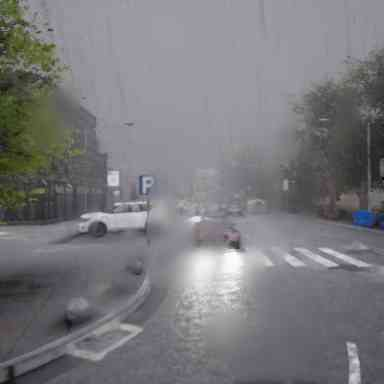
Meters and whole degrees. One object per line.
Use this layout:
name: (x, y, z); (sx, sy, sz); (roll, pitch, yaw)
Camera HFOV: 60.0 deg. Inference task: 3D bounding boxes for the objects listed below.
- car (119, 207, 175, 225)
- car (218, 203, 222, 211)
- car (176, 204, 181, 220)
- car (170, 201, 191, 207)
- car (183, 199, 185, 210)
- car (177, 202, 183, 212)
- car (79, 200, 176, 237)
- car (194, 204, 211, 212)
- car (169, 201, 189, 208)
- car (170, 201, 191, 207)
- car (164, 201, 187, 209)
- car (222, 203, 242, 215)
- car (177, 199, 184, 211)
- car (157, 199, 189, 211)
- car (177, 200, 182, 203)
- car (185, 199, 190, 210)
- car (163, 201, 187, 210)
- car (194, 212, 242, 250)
car: (-4.080, 2.108, 29.928); (4.674, 1.452, 2.002); (-1, -1, -19)
car: (5.657, 2.641, 58.166); (1.994, 1.385, 4.181); (0, -1, 1)
car: (-3.929, 2.007, 26.986); (5.366, 1.575, 1.946); (-1, -1, -19)
car: (-3.153, 3.363, 93.018); (5.366, 1.575, 1.946); (-1, -2, -20)
car: (-3.829, 2.281, 47.950); (4.553, 1.767, 2.185); (-1, -1, -19)
car: (-4.002, 2.180, 35.930); (5.008, 1.535, 2.097); (-1, -1, -19)
car: (-4.183, 1.649, 20.901); (5.566, 2.045, 2.435); (-1, -1, -20)
car: (1.387, 2.289, 42.772); (2.128, 1.511, 4.902); (0, -1, 1)
car: (-3.387, 3.234, 86.955); (4.892, 1.521, 2.231); (-1, -2, -19)
car: (-3.177, 3.296, 90.018); (5.366, 1.575, 1.946); (-1, -2, -19)
car: (-3.576, 2.775, 71.951); (4.553, 1.767, 2.185); (-1, -2, -19)
car: (5.578, 2.381, 45.108); (1.994, 1.385, 4.181); (0, -1, 0)
car: (-3.868, 2.224, 44.950); (4.553, 1.767, 2.185); (-1, -1, -19)
car: (-3.650, 2.458, 62.980); (5.566, 2.045, 2.435); (-1, -2, -19)
car: (-4.009, 2.111, 38.935); (4.553, 1.767, 2.185); (-1, -1, -19)
car: (-3.759, 2.274, 53.966); (5.566, 2.045, 2.435); (-1, -1, -19)
car: (-3.614, 2.711, 68.950); (4.553, 1.767, 2.185); (-1, -2, -19)
car: (1.111, 1.854, 15.722); (1.994, 1.385, 4.181); (0, -1, 0)
